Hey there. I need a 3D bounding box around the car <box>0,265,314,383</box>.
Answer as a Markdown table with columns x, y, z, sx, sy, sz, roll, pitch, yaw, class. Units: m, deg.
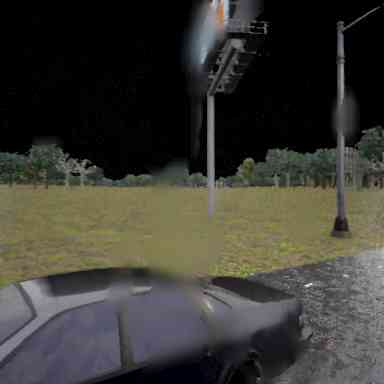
| x | y | z | sx | sy | sz | roll | pitch | yaw | class |
| --- | --- | --- | --- | --- | --- | --- | --- | --- | --- |
| -1.072 | 1.549 | 3.226 | 5.357 | 1.411 | 2.033 | 0 | 0 | -35 | car |
